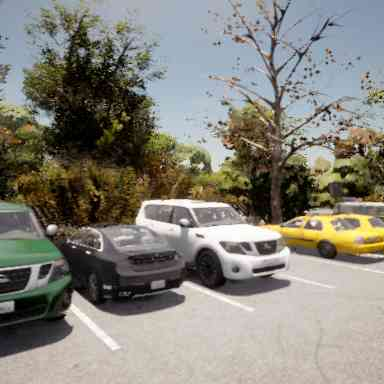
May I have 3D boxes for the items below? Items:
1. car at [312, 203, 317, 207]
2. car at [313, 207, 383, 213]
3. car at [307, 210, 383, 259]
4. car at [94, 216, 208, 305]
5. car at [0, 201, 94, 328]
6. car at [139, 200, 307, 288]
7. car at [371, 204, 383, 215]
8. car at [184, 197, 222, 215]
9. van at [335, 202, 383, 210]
[{"bbox_3d":[20.791,2.498,61.597,2.128,1.511,4.902,-1,1,-37],"label":"car"},{"bbox_3d":[6.908,1.683,15.022,1.946,1.575,5.366,2,-1,-36],"label":"car"},{"bbox_3d":[4.744,1.630,13.474,1.946,1.575,5.366,1,-1,-36],"label":"car"},{"bbox_3d":[-2.057,1.511,8.357,2.231,1.521,4.892,1,0,-36],"label":"car"},{"bbox_3d":[-4.206,1.234,6.777,2.435,2.045,5.566,1,0,-36],"label":"car"},{"bbox_3d":[0.222,1.289,9.976,2.435,2.045,5.566,1,0,-36],"label":"car"},{"bbox_3d":[29.595,2.702,49.468,2.128,1.511,4.902,0,1,-35],"label":"car"},{"bbox_3d":[1.344,1.842,44.118,2.150,2.045,5.566,0,1,-35],"label":"car"},{"bbox_3d":[9.359,1.522,16.404,1.878,1.987,4.442,2,-1,-36],"label":"van"}]
